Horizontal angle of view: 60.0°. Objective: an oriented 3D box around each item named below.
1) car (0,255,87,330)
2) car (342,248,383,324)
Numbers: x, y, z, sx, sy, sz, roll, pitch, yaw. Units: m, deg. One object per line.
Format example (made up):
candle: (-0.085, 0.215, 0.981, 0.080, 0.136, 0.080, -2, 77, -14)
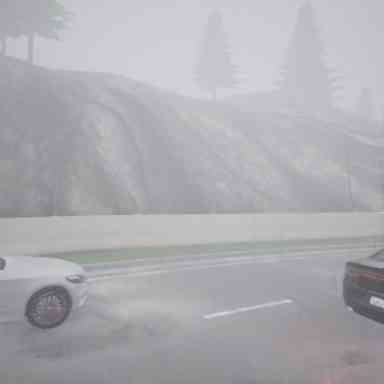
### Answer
car: (-4.056, 1.468, 5.180, 4.674, 1.442, 1.812, 1, 0, -35)
car: (5.058, 1.563, 6.140, 5.008, 1.535, 1.882, 1, 0, -26)
